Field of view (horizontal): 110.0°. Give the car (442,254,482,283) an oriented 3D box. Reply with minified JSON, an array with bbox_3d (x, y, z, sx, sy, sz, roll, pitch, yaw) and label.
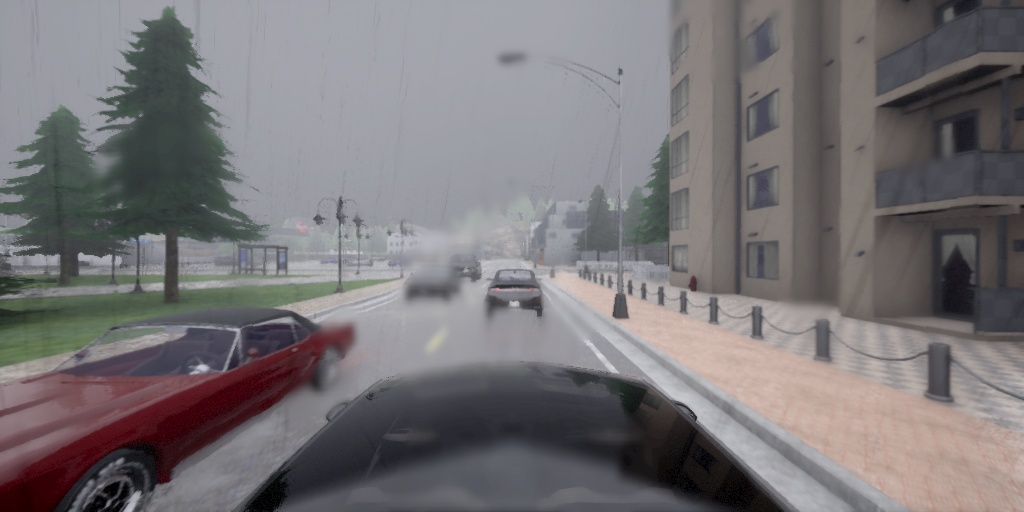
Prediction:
[{"bbox_3d":[-3.511,0.893,27.039,2.150,2.045,5.566,0,0,0],"label":"car"}]

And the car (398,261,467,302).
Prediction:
[{"bbox_3d":[-3.502,1.180,16.791,1.882,1.535,5.008,0,0,0],"label":"car"}]

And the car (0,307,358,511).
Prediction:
[{"bbox_3d":[-3.599,1.343,3.968,1.895,1.301,4.718,0,0,0],"label":"car"}]

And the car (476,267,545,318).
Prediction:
[{"bbox_3d":[0.099,1.207,12.816,2.128,1.511,4.902,0,0,0],"label":"car"}]
